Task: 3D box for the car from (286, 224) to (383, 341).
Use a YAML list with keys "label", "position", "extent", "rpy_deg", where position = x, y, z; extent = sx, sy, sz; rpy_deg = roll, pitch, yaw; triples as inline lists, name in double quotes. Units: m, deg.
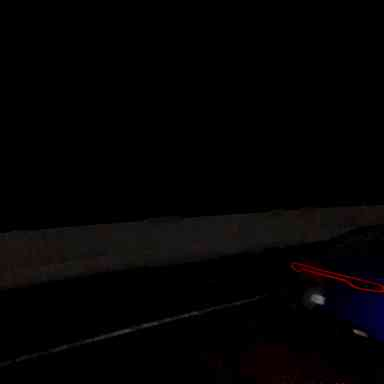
- label: "car"
  position: [3.961, 1.307, 5.892]
  extent: [5.008, 1.535, 1.882]
  rpy_deg: [-2, 1, -28]
